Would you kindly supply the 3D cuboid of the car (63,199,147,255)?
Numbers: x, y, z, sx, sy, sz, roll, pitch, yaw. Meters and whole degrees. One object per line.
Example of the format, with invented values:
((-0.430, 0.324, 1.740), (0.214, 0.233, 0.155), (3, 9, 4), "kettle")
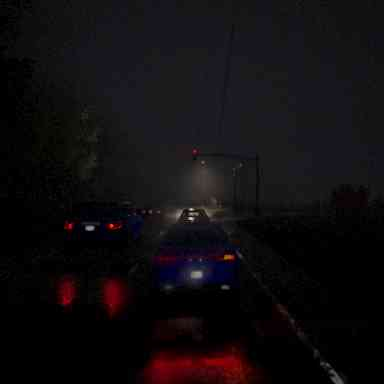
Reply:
((-3.400, 1.300, 13.730), (2.150, 2.045, 5.566), (0, 0, 0), "car")

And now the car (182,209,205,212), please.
((0.103, 1.652, 18.832), (2.033, 1.411, 5.357), (0, 0, 0), "car")

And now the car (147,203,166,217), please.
((-3.401, 1.713, 30.084), (2.033, 1.411, 5.357), (0, 0, 0), "car")

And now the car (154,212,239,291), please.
((0.099, 1.529, 9.157), (1.882, 1.535, 5.008), (0, 0, 0), "car")
